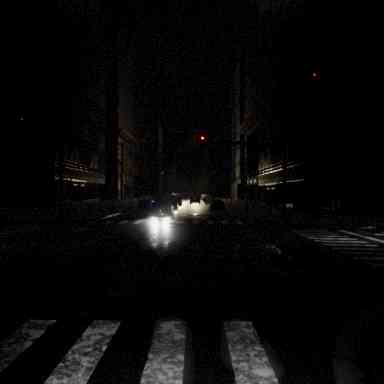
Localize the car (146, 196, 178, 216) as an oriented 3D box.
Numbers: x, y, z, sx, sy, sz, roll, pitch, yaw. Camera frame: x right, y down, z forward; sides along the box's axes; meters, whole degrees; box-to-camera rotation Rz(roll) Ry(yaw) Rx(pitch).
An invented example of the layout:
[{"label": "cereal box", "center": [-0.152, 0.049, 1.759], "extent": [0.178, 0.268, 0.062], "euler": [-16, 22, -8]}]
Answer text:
[{"label": "car", "center": [-2.845, 1.471, 32.808], "extent": [2.128, 1.511, 4.902], "euler": [0, 0, 1]}]

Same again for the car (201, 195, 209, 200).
[{"label": "car", "center": [3.382, 1.453, 85.451], "extent": [1.802, 1.307, 4.206], "euler": [0, 0, 1]}]

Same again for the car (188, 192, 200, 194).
[{"label": "car", "center": [0.601, 1.407, 72.847], "extent": [1.837, 1.490, 4.892], "euler": [0, 0, 1]}]

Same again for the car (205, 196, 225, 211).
[{"label": "car", "center": [2.981, 1.536, 40.260], "extent": [1.947, 1.339, 4.313], "euler": [0, 0, 1]}]

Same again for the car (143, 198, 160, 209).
[{"label": "car", "center": [-5.494, 1.545, 45.984], "extent": [1.802, 1.307, 4.206], "euler": [0, 0, 1]}]

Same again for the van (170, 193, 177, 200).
[{"label": "van", "center": [-5.091, 1.197, 91.171], "extent": [1.690, 1.788, 3.998], "euler": [0, 0, 1]}]

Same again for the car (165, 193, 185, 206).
[{"label": "car", "center": [-2.653, 1.305, 51.991], "extent": [2.097, 1.767, 4.553], "euler": [0, 0, 1]}]

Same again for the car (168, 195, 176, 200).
[{"label": "car", "center": [-5.142, 1.416, 85.524], "extent": [1.887, 1.381, 4.507], "euler": [0, 0, 1]}]

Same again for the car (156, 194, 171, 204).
[{"label": "car", "center": [-5.342, 1.246, 62.930], "extent": [2.192, 1.841, 5.009], "euler": [0, 0, 1]}]

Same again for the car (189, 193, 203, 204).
[{"label": "car", "center": [0.581, 1.442, 59.688], "extent": [1.837, 1.490, 4.892], "euler": [0, 0, 1]}]

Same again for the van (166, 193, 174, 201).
[{"label": "van", "center": [-5.191, 1.229, 79.875], "extent": [1.690, 1.788, 3.998], "euler": [0, 0, 1]}]

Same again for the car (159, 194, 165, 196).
[{"label": "car", "center": [-5.393, 1.383, 57.281], "extent": [1.967, 1.590, 4.097], "euler": [0, 0, 1]}]

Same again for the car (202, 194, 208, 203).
[{"label": "car", "center": [3.131, 1.525, 57.208], "extent": [1.802, 1.307, 4.206], "euler": [0, 0, 1]}]

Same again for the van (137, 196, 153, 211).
[{"label": "van", "center": [-5.543, 1.312, 40.335], "extent": [1.690, 1.788, 3.998], "euler": [0, 0, 1]}]

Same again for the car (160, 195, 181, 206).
[{"label": "car", "center": [-2.760, 1.446, 42.247], "extent": [1.882, 1.535, 5.008], "euler": [0, 0, 1]}]

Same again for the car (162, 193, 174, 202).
[{"label": "car", "center": [-5.242, 1.219, 74.226], "extent": [2.192, 1.841, 5.009], "euler": [0, 0, 1]}]
